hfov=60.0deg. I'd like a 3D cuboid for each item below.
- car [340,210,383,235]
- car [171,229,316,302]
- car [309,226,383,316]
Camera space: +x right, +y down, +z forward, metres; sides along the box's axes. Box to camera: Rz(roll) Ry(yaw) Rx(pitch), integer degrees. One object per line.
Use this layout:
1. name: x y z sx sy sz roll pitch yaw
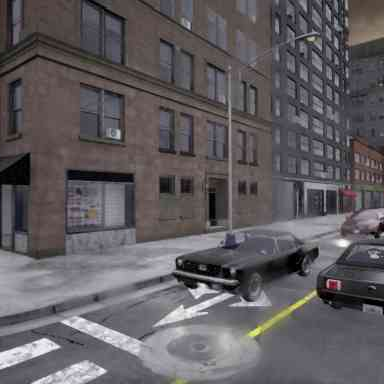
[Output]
1. car: 9.967 1.772 19.013 1.812 1.442 4.674 -1 0 39
2. car: 1.645 1.717 8.812 1.895 1.301 4.718 -1 -1 40
3. car: 4.385 1.677 7.218 1.895 1.301 4.718 -1 -1 39
